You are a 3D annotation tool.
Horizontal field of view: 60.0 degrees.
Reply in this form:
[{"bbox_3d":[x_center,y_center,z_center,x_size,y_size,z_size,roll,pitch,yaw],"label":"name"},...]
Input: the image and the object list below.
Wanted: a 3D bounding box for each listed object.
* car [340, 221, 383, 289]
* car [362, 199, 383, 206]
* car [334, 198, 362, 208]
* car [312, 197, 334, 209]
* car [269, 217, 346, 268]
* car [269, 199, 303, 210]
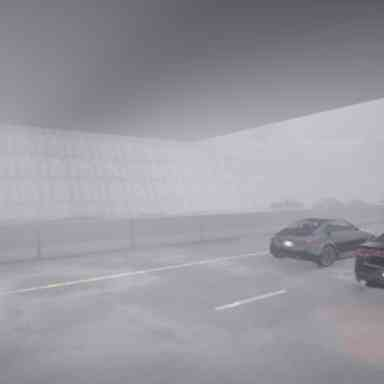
[{"bbox_3d":[5.876,1.457,7.936,5.008,1.535,1.882,0,0,-35],"label":"car"},{"bbox_3d":[21.280,1.464,36.321,5.357,1.411,2.033,0,0,-35],"label":"car"},{"bbox_3d":[19.031,1.481,39.013,4.181,1.385,1.994,0,0,-35],"label":"car"},{"bbox_3d":[17.087,1.421,41.924,4.892,1.490,1.837,0,0,-35],"label":"car"},{"bbox_3d":[4.573,1.542,11.305,4.181,1.385,1.994,0,0,-35],"label":"car"},{"bbox_3d":[12.090,1.525,42.672,4.718,1.301,1.895,0,0,-35],"label":"car"}]
